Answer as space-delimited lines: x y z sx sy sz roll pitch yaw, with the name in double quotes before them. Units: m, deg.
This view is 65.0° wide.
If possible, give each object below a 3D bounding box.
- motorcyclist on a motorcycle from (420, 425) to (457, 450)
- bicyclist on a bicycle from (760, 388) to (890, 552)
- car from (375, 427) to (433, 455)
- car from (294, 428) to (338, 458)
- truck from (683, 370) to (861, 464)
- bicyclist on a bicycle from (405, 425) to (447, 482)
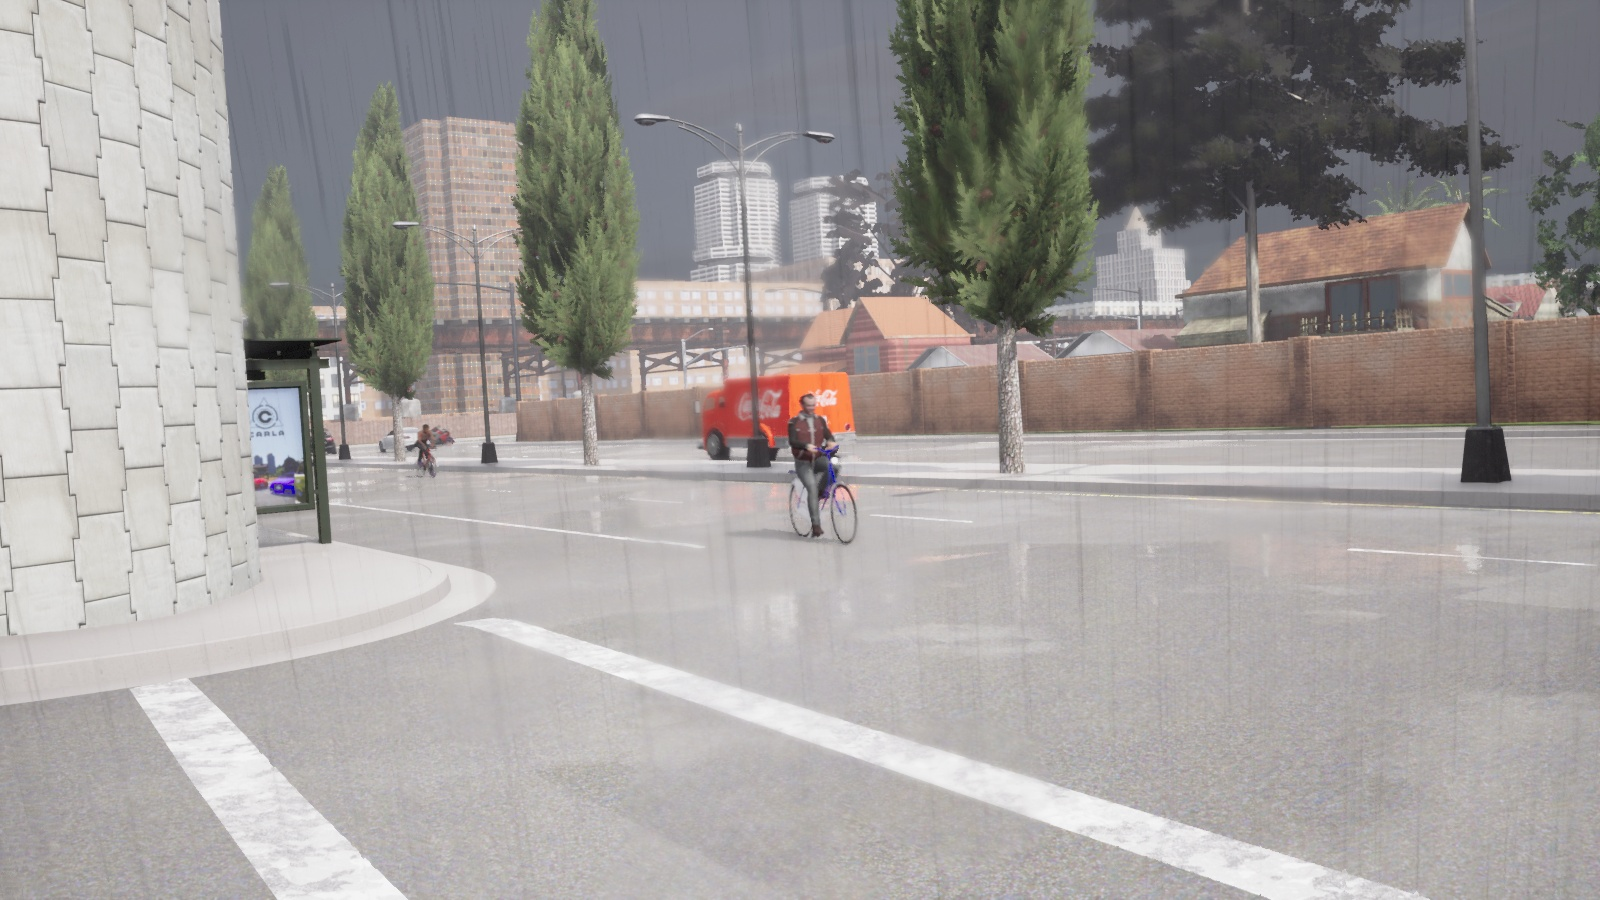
"motorcyclist on a motorcycle" -24.327 -0.848 84.560 0.866 1.530 2.191 0 4 45
"bicyclist on a bicycle" 0.262 0.209 14.830 0.659 1.776 1.843 -5 3 -25
"car" -23.427 -0.513 74.253 1.812 1.442 4.674 -5 3 -36
"car" -30.490 -0.458 79.026 2.242 1.667 4.611 -5 3 -23
"truck" -0.919 -0.933 36.978 2.627 2.467 5.204 -5 3 -36
"bicyclist on a bicycle" -11.210 0.096 37.657 0.582 1.620 1.656 -5 3 -36
